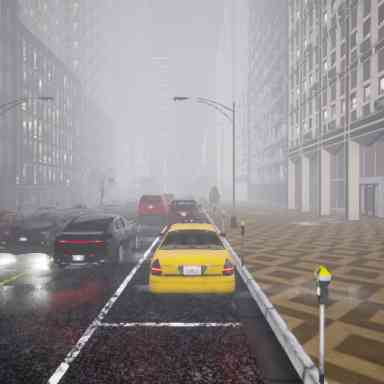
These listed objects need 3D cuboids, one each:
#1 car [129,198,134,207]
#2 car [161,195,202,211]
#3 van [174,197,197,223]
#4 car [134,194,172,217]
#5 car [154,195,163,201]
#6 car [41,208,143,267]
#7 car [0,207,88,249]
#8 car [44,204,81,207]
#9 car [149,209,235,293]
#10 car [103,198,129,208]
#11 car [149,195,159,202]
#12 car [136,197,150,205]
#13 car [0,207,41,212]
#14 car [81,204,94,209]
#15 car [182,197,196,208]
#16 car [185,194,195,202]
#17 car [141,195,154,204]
[{"bbox_3d":[-8.843,1.541,49.090,2.008,1.369,4.403,-1,0,0],"label":"car"},{"bbox_3d":[-0.465,1.311,20.672,2.192,1.841,5.009,-1,0,0],"label":"car"},{"bbox_3d":[-0.465,1.336,26.356,1.690,1.788,3.998,-1,0,0],"label":"van"},{"bbox_3d":[-3.157,1.217,27.831,2.150,2.045,5.566,0,0,0],"label":"car"},{"bbox_3d":[-8.844,1.545,88.876,1.947,1.339,4.313,-1,0,0],"label":"car"},{"bbox_3d":[-3.045,1.503,11.334,1.837,1.490,4.892,0,0,0],"label":"car"},{"bbox_3d":[-6.246,1.561,14.305,1.994,1.385,4.181,0,0,0],"label":"car"},{"bbox_3d":[-8.844,1.547,20.672,2.008,1.369,4.403,-1,0,0],"label":"car"},{"bbox_3d":[0.004,1.455,8.841,1.801,1.575,5.366,0,0,0],"label":"car"},{"bbox_3d":[-8.844,1.544,37.723,2.008,1.369,4.403,-1,0,0],"label":"car"},{"bbox_3d":[-8.843,1.508,77.339,1.752,1.417,4.829,-1,0,0],"label":"car"},{"bbox_3d":[-8.843,1.569,60.458,1.802,1.307,4.206,-1,0,0],"label":"car"},{"bbox_3d":[-8.843,1.542,14.989,1.887,1.381,4.507,-1,0,0],"label":"car"},{"bbox_3d":[-8.843,1.577,26.356,1.802,1.307,4.206,-1,0,0],"label":"car"},{"bbox_3d":[-0.463,1.541,49.090,2.008,1.369,4.403,-1,0,0],"label":"car"},{"bbox_3d":[-0.465,1.298,77.509,2.192,1.841,5.009,-1,0,0],"label":"car"},{"bbox_3d":[-8.845,1.426,66.141,1.967,1.590,4.097,-1,0,0],"label":"car"}]
